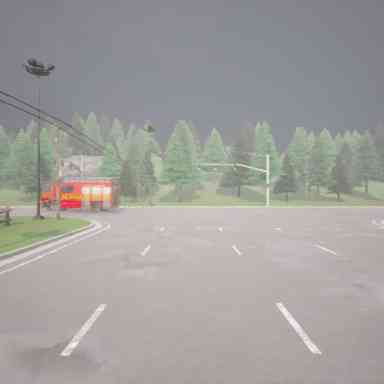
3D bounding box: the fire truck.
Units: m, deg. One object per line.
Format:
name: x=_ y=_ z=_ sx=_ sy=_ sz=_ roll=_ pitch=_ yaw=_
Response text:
fire truck: x=-12.766 y=0.339 z=38.131 sx=8.468 sy=3.827 sz=2.891 roll=0 pitch=0 yaw=6
